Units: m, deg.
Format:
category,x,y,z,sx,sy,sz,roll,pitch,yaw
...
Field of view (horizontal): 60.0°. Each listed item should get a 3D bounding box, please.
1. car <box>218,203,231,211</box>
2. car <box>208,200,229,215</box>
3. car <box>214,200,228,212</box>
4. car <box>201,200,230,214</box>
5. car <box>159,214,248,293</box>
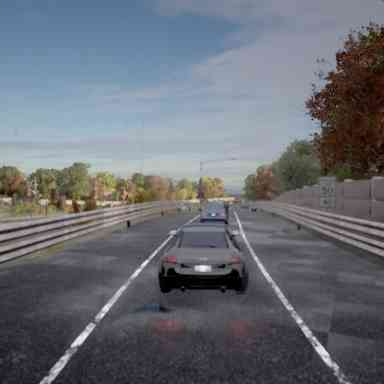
category,x,y,z,sx,sy,sz,roll,pitch,yaw
car,5.624,2.630,57.405,2.033,1.411,5.357,0,-4,8
car,2.957,1.593,36.231,2.128,1.511,4.902,0,-1,6
car,4.146,1.957,46.666,1.882,1.535,5.008,0,-2,7
car,1.621,1.458,23.059,2.033,1.411,5.357,0,0,7
car,0.319,1.524,8.821,1.994,1.385,4.181,0,0,3
